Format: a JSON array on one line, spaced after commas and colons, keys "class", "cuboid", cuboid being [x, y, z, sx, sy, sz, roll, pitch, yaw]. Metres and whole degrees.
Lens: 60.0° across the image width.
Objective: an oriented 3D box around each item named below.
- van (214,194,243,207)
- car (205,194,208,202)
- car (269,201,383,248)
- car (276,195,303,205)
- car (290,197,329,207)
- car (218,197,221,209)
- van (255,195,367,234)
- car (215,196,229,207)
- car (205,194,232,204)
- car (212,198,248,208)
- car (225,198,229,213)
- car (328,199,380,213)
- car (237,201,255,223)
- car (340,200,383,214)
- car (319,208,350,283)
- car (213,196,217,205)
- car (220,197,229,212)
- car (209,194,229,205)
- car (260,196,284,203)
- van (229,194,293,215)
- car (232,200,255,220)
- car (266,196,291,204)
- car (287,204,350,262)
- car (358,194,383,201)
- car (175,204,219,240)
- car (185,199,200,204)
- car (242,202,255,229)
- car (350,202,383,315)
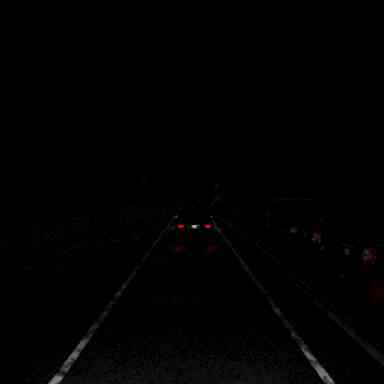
[{"class": "van", "cuboid": [5.720, 1.388, 52.366, 4.442, 1.987, 1.878, 0, 0, 0]}, {"class": "car", "cuboid": [5.625, 1.421, 63.578, 5.566, 2.045, 2.435, 0, 0, 0]}, {"class": "car", "cuboid": [5.687, 1.376, 13.122, 4.553, 1.767, 2.185, 0, 0, 0]}, {"class": "car", "cuboid": [18.645, 1.548, 63.619, 4.553, 1.767, 2.185, 0, 0, 0]}, {"class": "car", "cuboid": [18.498, 1.612, 52.480, 5.366, 1.575, 1.946, 0, 0, 0]}, {"class": "car", "cuboid": [5.621, 1.542, 35.545, 5.008, 1.535, 2.097, 0, 0, 0]}, {"class": "van", "cuboid": [5.536, 1.281, 15.925, 4.442, 1.987, 1.878, 0, 0, 0]}, {"class": "car", "cuboid": [5.589, 1.590, 41.152, 4.792, 1.488, 2.163, 0, 0, 0]}, {"class": "car", "cuboid": [5.627, 1.488, 71.988, 5.566, 2.045, 2.435, 0, -1, 0]}, {"class": "car", "cuboid": [5.602, 1.600, 49.561, 5.008, 1.535, 2.097, 0, 0, 0]}, {"class": "car", "cuboid": [5.663, 1.560, 29.942, 4.792, 1.488, 2.163, 0, 0, 0]}, {"class": "car", "cuboid": [18.696, 1.553, 38.554, 5.008, 1.535, 2.097, 0, 0, 0]}, {"class": "car", "cuboid": [5.616, 1.546, 21.532, 4.792, 1.488, 2.163, 0, 0, 0]}, {"class": "car", "cuboid": [18.703, 1.584, 35.894, 4.674, 1.452, 2.002, 0, 0, 0]}, {"class": "car", "cuboid": [5.632, 1.366, 7.515, 4.553, 1.767, 2.185, 0, 0, 0]}, {"class": "car", "cuboid": [5.610, 1.573, 43.950, 4.892, 1.521, 2.231, 0, 0, 0]}, {"class": "car", "cuboid": [5.815, 1.533, 32.745, 5.366, 1.575, 1.946, 0, 0, 0]}, {"class": "car", "cuboid": [5.640, 1.335, 46.759, 5.566, 2.045, 2.435, 0, 0, 0]}, {"class": "car", "cuboid": [18.676, 1.799, 77.541, 5.008, 1.535, 2.097, 0, -1, 0]}, {"class": "van", "cuboid": [5.521, 1.300, 27.138, 4.442, 1.987, 1.878, 0, 0, 0]}, {"class": "car", "cuboid": [5.612, 1.551, 24.335, 4.792, 1.488, 2.163, 0, 0, 0]}, {"class": "car", "cuboid": [18.683, 1.738, 71.973, 5.008, 1.535, 2.097, 0, -1, 0]}, {"class": "car", "cuboid": [5.628, 1.371, 10.319, 4.553, 1.767, 2.185, 0, 0, 0]}, {"class": "car", "cuboid": [18.684, 1.281, 30.325, 5.566, 2.045, 2.435, 0, 0, 0]}, {"class": "car", "cuboid": [0.101, 1.582, 17.216, 2.033, 1.411, 5.357, 0, 0, 0]}, {"class": "car", "cuboid": [0.101, 1.585, 41.396, 2.128, 1.511, 4.902, 0, 0, 0]}, {"class": "car", "cuboid": [5.643, 1.511, 18.728, 5.008, 1.535, 2.097, 0, 0, 0]}, {"class": "car", "cuboid": [5.639, 1.236, 4.712, 5.566, 2.045, 2.435, 0, 0, 0]}]
